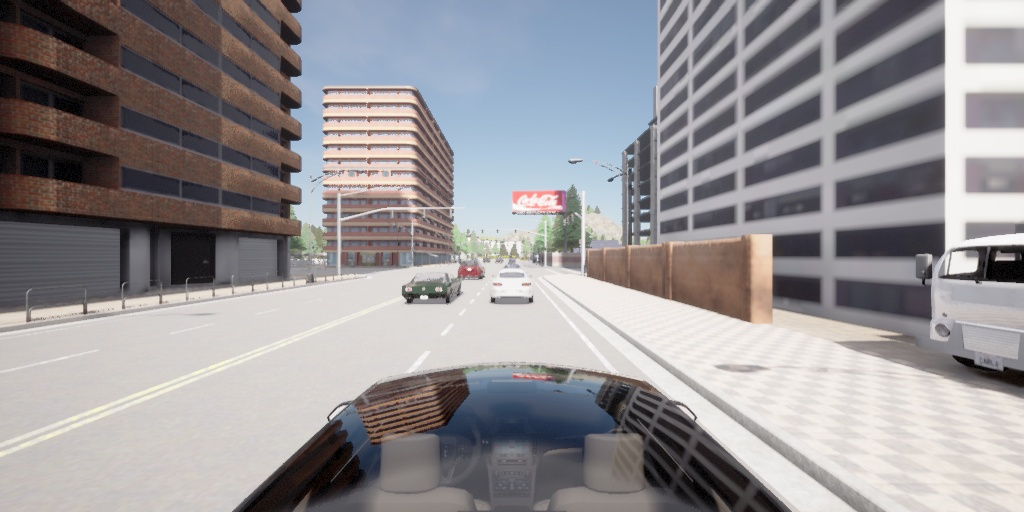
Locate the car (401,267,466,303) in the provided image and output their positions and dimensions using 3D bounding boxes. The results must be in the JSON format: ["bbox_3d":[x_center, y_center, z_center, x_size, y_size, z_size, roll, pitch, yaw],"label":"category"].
[{"bbox_3d":[-3.500,1.364,16.530,1.895,1.301,4.718,0,0,0],"label":"car"}]

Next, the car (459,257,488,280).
[{"bbox_3d":[-3.500,1.114,31.470,2.097,1.767,4.553,0,0,0],"label":"car"}]

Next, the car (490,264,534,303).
[{"bbox_3d":[0.000,1.281,16.500,1.812,1.442,4.674,0,0,0],"label":"car"}]

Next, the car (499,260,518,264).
[{"bbox_3d":[0.000,1.321,31.500,1.994,1.385,4.181,0,0,0],"label":"car"}]
